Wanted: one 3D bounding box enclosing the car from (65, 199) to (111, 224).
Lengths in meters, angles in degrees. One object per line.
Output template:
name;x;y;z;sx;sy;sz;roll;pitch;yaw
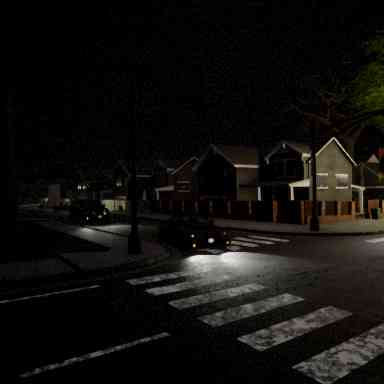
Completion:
car;-8.880;1.635;28.649;2.150;2.045;5.566;-1;0;-35

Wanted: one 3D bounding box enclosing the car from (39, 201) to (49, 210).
car;-24.210;2.187;55.555;1.994;1.385;4.181;-1;0;-35

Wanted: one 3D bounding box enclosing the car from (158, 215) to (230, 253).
car;-0.059;1.702;14.605;1.994;1.385;4.181;-1;0;-24

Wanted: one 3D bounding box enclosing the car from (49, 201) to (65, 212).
car;-18.235;1.985;47.025;2.128;1.511;4.902;-1;0;-34
